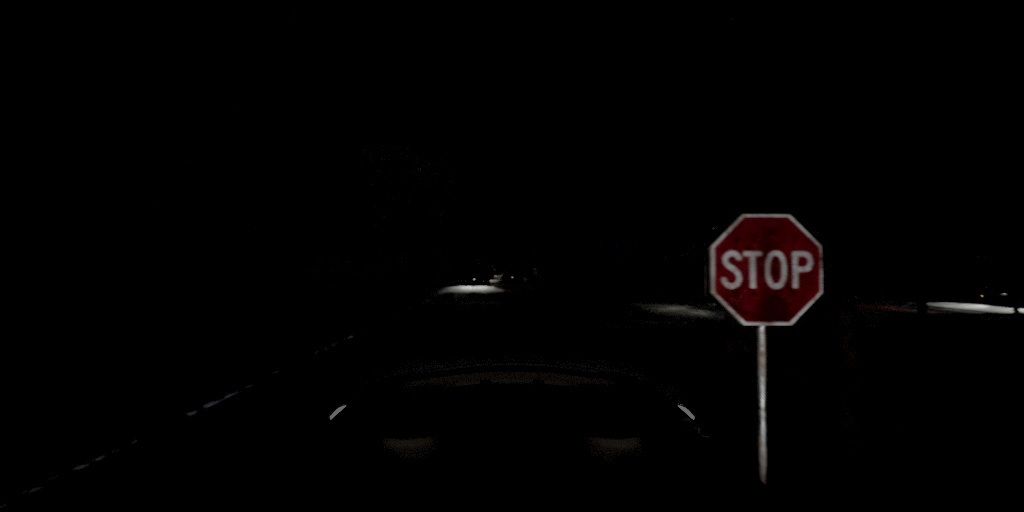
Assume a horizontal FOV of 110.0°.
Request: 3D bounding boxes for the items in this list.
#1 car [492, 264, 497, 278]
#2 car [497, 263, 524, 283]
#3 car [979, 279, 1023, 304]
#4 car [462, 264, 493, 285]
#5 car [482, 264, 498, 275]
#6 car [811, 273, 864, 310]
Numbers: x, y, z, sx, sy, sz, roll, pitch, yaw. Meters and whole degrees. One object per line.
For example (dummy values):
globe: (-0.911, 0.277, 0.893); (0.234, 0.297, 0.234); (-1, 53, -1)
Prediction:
car: (-2.921, 1.683, 38.608); (1.837, 1.490, 4.892); (0, -1, 0)
car: (0.029, 1.603, 32.328); (2.128, 1.511, 4.902); (0, -1, 0)
car: (22.507, 1.401, 14.972); (4.181, 1.385, 1.994); (0, -1, -1)
car: (-2.903, 1.644, 29.746); (1.994, 1.385, 4.181); (0, -1, 1)
car: (-2.930, 1.813, 48.835); (1.812, 1.442, 4.674); (0, -1, 0)
car: (11.401, 1.350, 14.660); (5.008, 1.535, 1.882); (0, -1, -3)
